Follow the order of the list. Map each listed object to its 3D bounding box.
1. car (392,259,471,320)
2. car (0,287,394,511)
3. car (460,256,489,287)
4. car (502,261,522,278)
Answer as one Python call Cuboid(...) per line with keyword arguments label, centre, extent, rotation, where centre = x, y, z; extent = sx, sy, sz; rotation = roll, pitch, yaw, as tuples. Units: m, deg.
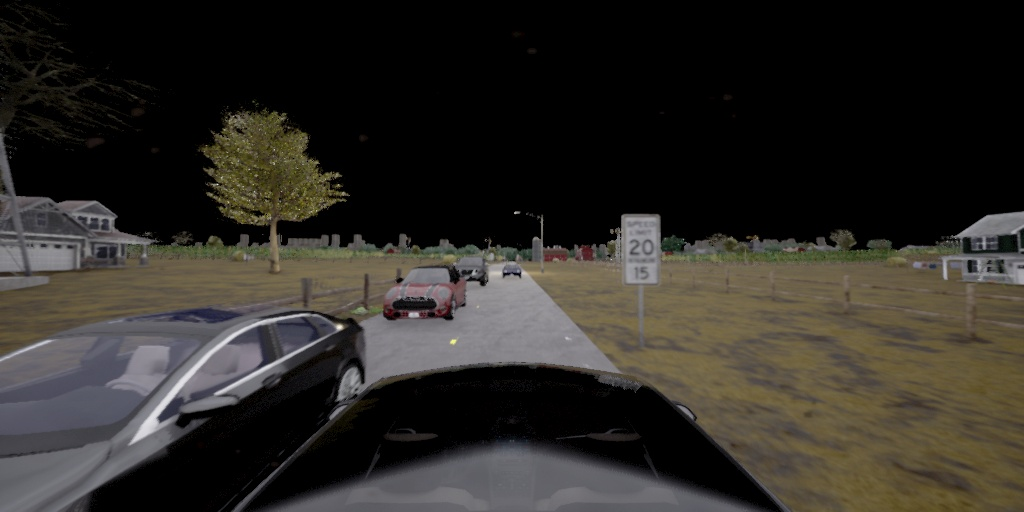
Cuboid(label="car", centre=(-2.848, 1.128, 12.673), extent=(2.097, 1.767, 4.553), rotation=(0, 0, 0))
Cuboid(label="car", centre=(-2.797, 1.244, 2.890), extent=(2.128, 1.511, 4.902), rotation=(0, 0, -2))
Cuboid(label="car", centre=(-2.844, 1.036, 25.726), extent=(2.150, 2.045, 5.566), rotation=(0, 0, 1))
Cuboid(label="car", centre=(-0.008, 1.444, 35.118), extent=(1.895, 1.301, 4.718), rotation=(0, 0, 0))
